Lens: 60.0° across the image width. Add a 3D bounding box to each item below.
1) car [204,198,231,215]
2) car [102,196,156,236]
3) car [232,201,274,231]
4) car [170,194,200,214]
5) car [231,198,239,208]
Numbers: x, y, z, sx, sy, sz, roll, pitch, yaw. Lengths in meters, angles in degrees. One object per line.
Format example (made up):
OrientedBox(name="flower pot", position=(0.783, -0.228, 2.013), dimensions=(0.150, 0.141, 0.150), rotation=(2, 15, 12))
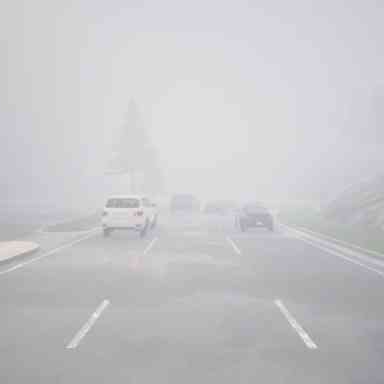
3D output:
OrientedBox(name="car", position=(2.468, 1.525, 33.945), dimensions=(1.812, 1.442, 4.674), rotation=(0, 0, 15))
OrientedBox(name="car", position=(-3.323, 1.219, 18.439), dimensions=(2.150, 2.045, 5.566), rotation=(0, 0, 1))
OrientedBox(name="car", position=(3.740, 1.525, 20.302), dimensions=(1.812, 1.442, 4.674), rotation=(0, 0, 2))
OrientedBox(name="car", position=(-0.693, 1.221, 35.849), dimensions=(2.150, 2.045, 5.566), rotation=(0, 0, 14))
OrientedBox(name="car", position=(5.223, 1.525, 43.911), dimensions=(1.812, 1.442, 4.674), rotation=(0, 0, 16))
